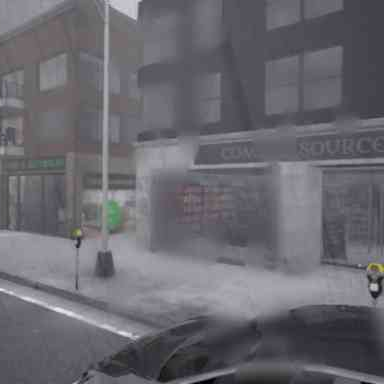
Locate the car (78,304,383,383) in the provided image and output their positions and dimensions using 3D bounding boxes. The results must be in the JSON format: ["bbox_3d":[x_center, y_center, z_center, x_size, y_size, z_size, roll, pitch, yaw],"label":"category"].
[{"bbox_3d":[1.017,1.564,2.345,4.313,1.339,1.947,0,1,35],"label":"car"}]
